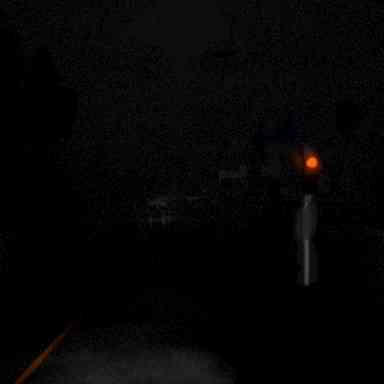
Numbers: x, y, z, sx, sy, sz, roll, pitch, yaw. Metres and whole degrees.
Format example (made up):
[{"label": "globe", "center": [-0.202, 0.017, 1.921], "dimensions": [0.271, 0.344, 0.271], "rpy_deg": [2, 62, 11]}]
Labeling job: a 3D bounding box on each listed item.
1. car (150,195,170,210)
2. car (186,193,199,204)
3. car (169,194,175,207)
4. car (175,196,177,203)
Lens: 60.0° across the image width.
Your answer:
[{"label": "car", "center": [-4.046, 1.469, 41.108], "dimensions": [1.812, 1.442, 4.674], "rpy_deg": [0, 0, 0]}, {"label": "car", "center": [0.067, 1.135, 62.935], "dimensions": [2.150, 2.045, 5.566], "rpy_deg": [0, 0, 0]}, {"label": "car", "center": [-4.029, 1.455, 51.372], "dimensions": [1.812, 1.442, 4.674], "rpy_deg": [0, 0, 0]}, {"label": "car", "center": [-3.976, 1.265, 63.946], "dimensions": [2.097, 1.767, 4.553], "rpy_deg": [0, 0, 1]}]
